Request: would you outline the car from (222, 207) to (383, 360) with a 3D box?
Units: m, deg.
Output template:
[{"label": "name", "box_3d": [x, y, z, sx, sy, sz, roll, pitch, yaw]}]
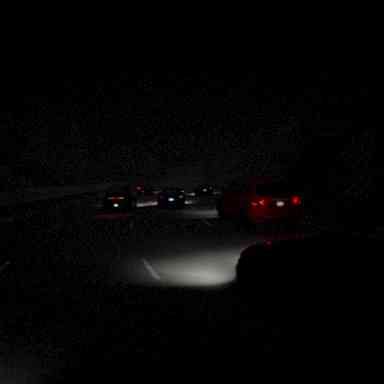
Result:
[{"label": "car", "box_3d": [2.448, 1.216, 4.828, 1.812, 1.442, 4.674, -3, 3, -24]}]

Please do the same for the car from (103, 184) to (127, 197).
[{"label": "car", "box_3d": [-9.322, -0.181, 40.659, 1.994, 1.385, 4.181, -1, 3, -2]}]

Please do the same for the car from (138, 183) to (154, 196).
[{"label": "car", "box_3d": [-5.835, -0.361, 41.138, 2.128, 1.511, 4.902, -1, 3, -2]}]

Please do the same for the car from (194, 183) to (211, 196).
[{"label": "car", "box_3d": [1.304, -0.302, 37.824, 1.994, 1.385, 4.181, -1, 3, -2]}]

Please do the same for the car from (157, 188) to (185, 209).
[{"label": "car", "box_3d": [-1.558, 0.399, 24.669, 1.994, 1.385, 4.181, -2, 3, -4]}]

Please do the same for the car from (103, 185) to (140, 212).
[{"label": "car", "box_3d": [-4.989, 0.483, 23.361, 1.837, 1.490, 4.892, -2, 2, -4]}]

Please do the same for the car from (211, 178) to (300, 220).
[{"label": "car", "box_3d": [2.762, 0.413, 15.053, 2.150, 2.045, 5.566, -2, 3, -11]}]
